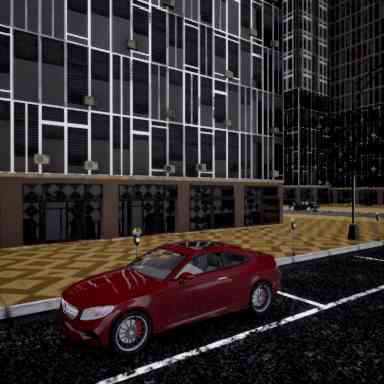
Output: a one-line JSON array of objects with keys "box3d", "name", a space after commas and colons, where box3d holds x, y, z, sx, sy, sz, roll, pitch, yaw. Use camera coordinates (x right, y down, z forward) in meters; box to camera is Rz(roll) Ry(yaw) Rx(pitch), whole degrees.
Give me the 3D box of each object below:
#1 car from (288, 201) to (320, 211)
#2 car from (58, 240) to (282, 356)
[{"box3d": [15.229, 1.899, 45.337, 2.008, 1.369, 4.403, -1, 0, -36], "name": "car"}, {"box3d": [-0.150, 1.582, 5.993, 4.206, 1.307, 1.802, 0, 0, -36], "name": "car"}]
